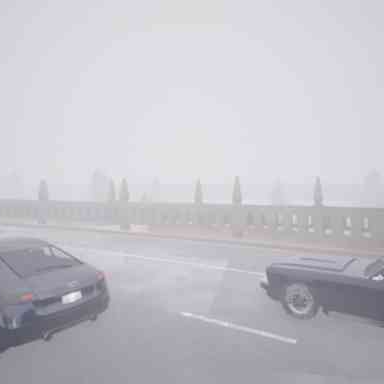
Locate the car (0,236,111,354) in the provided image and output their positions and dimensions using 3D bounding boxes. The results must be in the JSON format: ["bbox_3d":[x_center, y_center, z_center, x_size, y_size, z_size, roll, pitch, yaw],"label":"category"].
[{"bbox_3d":[-3.484,1.520,5.981,4.181,1.385,1.994,0,0,32],"label":"car"}]

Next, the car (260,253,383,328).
[{"bbox_3d":[3.611,1.576,5.572,4.718,1.301,1.895,0,0,35],"label":"car"}]
